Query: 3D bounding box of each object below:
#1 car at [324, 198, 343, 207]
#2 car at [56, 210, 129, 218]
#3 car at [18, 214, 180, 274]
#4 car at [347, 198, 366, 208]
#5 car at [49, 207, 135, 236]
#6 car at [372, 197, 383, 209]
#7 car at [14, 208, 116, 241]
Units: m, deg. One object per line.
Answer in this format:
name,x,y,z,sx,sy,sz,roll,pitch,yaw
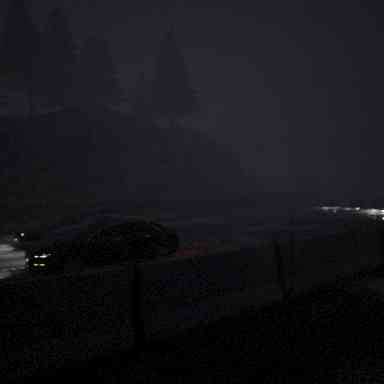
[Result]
car,21.951,1.610,51.499,1.994,1.385,4.181,-1,-1,35
car,-3.856,1.712,14.268,4.674,1.442,1.812,-1,0,-37
car,-2.676,1.643,10.800,4.892,1.490,1.837,-1,0,-37
car,23.766,1.534,47.854,2.033,1.411,5.357,-1,-1,36
car,-6.287,1.788,21.232,4.892,1.490,1.837,0,-1,-38
car,24.730,1.426,43.309,2.128,1.511,4.902,-1,-1,37
car,-6.003,1.791,16.990,5.357,1.411,2.033,-1,-1,-37
